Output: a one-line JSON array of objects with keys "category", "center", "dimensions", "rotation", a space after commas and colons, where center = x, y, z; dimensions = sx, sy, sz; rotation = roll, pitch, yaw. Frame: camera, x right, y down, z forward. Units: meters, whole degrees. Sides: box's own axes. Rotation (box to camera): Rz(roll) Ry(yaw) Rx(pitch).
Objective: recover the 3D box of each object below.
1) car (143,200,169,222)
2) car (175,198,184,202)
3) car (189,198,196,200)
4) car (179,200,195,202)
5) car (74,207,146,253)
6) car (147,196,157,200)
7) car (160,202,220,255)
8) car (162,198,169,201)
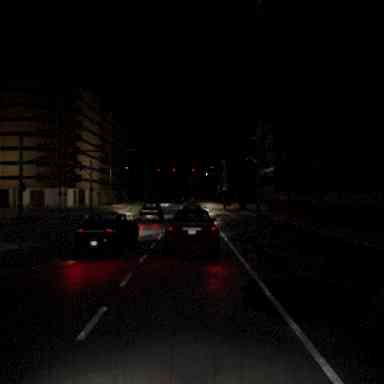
[{"category": "car", "center": [-3.499, 1.782, 29.282], "dimensions": [2.128, 1.511, 4.902], "rotation": [0, 0, 0]}, {"category": "car", "center": [-3.534, 2.393, 88.444], "dimensions": [2.033, 1.411, 5.357], "rotation": [0, -1, 1]}, {"category": "car", "center": [-0.034, 2.378, 88.433], "dimensions": [2.128, 1.511, 4.902], "rotation": [0, -1, 1]}, {"category": "car", "center": [0.002, 1.770, 29.478], "dimensions": [1.882, 1.535, 5.008], "rotation": [0, 0, 0]}, {"category": "car", "center": [-3.496, 1.634, 14.290], "dimensions": [2.128, 1.511, 4.902], "rotation": [0, 0, 0]}, {"category": "car", "center": [-10.550, 2.083, 87.283], "dimensions": [2.150, 2.045, 5.566], "rotation": [0, -1, 1]}, {"category": "car", "center": [0.003, 1.490, 14.080], "dimensions": [2.097, 1.767, 4.553], "rotation": [0, -1, 0]}, {"category": "car", "center": [-7.049, 2.383, 87.266], "dimensions": [2.128, 1.511, 4.902], "rotation": [0, -1, 1]}]
